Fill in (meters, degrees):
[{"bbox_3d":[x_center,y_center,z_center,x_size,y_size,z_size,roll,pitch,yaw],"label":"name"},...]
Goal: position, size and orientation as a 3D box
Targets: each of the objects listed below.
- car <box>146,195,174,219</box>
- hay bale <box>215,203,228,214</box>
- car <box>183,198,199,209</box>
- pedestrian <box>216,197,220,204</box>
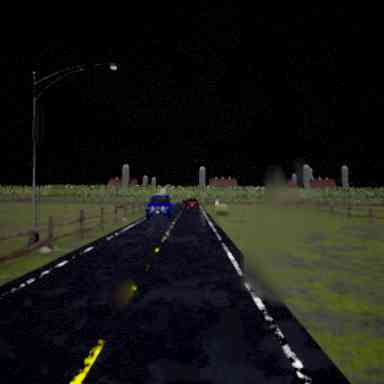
[{"bbox_3d":[-2.848,1.317,30.332,2.150,2.045,5.566,0,0,0],"label":"car"},{"bbox_3d":[3.117,1.766,35.491,1.220,1.180,1.240,-1,-1,0],"label":"hay bale"},{"bbox_3d":[0.031,1.619,47.311,1.882,1.535,5.008,0,0,0],"label":"car"},{"bbox_3d":[2.826,1.417,36.601,0.375,1.860,0.375,1,-1,-3],"label":"pedestrian"}]
